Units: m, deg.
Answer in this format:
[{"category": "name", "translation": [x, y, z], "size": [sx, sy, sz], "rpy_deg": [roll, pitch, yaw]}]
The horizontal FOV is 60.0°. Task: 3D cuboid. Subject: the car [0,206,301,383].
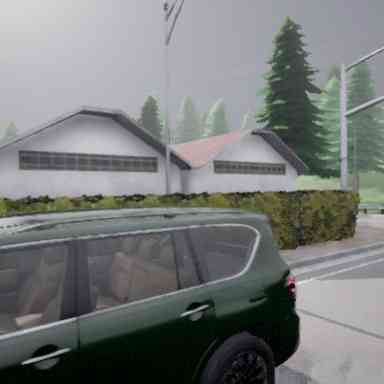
[{"category": "car", "translation": [-1.400, 1.216, 2.962], "size": [5.566, 2.045, 2.150], "rpy_deg": [-1, 0, -35]}]
